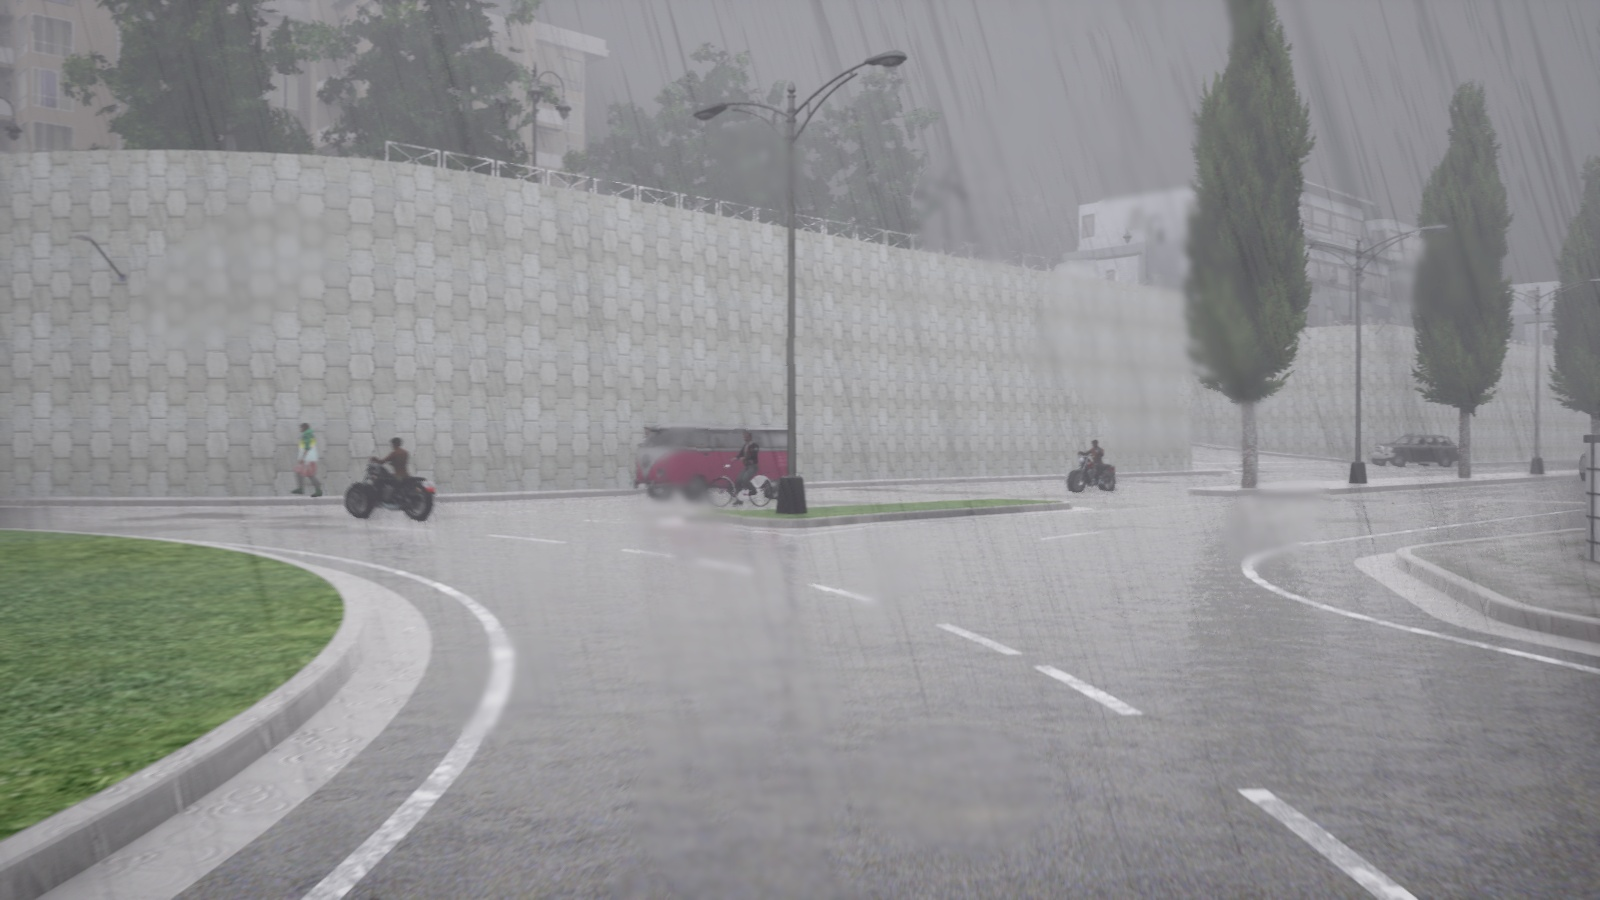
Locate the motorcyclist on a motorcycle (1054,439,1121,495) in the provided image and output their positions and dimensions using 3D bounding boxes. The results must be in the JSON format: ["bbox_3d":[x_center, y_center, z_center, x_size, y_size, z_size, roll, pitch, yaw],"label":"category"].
[{"bbox_3d":[8.683,0.495,37.877,2.350,1.649,0.766,0,1,-43],"label":"motorcyclist on a motorcycle"}]

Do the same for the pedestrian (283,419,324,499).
[{"bbox_3d":[-12.217,0.210,30.917,0.873,1.952,0.659,0,0,-15],"label":"pedestrian"}]

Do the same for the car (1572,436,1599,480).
[{"bbox_3d":[32.025,0.294,48.866,5.027,1.651,2.152,0,0,-43],"label":"car"}]

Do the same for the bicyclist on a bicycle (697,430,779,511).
[{"bbox_3d":[-1.402,0.454,28.520,1.843,1.776,0.659,0,0,-42],"label":"bicyclist on a bicycle"}]

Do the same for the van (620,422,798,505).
[{"bbox_3d":[-2.293,0.313,32.422,4.442,1.987,1.775,0,0,-43],"label":"van"}]

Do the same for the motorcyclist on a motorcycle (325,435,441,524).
[{"bbox_3d":[-8.046,0.549,24.199,2.350,1.649,0.766,0,1,31],"label":"motorcyclist on a motorcycle"}]

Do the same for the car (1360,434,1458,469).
[{"bbox_3d":[33.718,0.065,69.560,4.605,1.855,1.932,0,2,-11],"label":"car"}]
